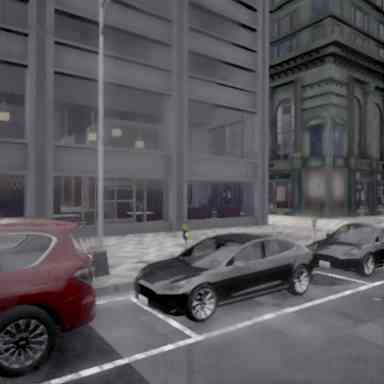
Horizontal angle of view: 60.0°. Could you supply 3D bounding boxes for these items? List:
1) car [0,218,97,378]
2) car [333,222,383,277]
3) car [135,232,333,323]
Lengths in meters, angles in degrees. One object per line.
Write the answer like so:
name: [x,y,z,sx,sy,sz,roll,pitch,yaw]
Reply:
car: [-3.693,1.307,4.019,5.009,1.841,2.192,1,-1,-35]
car: [5.484,1.664,10.561,4.313,1.339,1.947,1,-1,-35]
car: [0.895,1.611,7.289,4.313,1.339,1.947,1,-1,-35]
